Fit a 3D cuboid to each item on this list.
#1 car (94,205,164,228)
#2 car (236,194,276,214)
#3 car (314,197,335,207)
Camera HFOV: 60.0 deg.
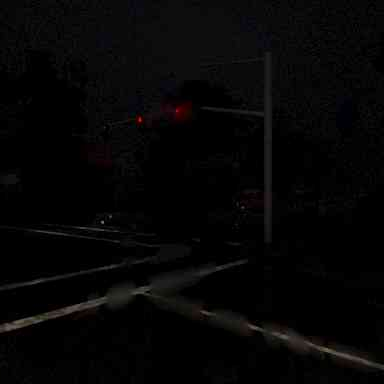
[{"bbox_3d":[-4.169,1.601,22.588,1.895,1.301,4.718,0,0,41],"label":"car"},{"bbox_3d":[6.862,1.222,35.269,2.150,2.045,5.566,0,0,41],"label":"car"},{"bbox_3d":[20.051,1.492,50.380,2.128,1.511,4.902,0,0,41],"label":"car"}]
